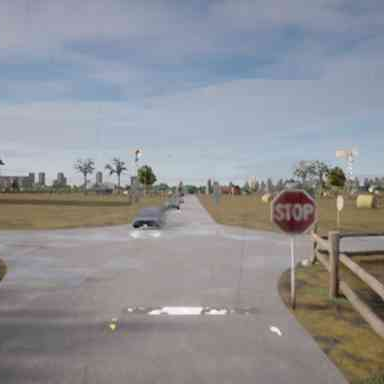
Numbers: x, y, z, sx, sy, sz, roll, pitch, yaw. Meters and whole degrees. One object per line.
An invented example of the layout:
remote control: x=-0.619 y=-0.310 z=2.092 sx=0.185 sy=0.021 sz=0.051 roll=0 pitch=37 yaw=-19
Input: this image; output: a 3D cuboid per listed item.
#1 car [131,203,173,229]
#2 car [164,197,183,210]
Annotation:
car: x=-2.822 y=1.745 z=23.481 sx=2.033 sy=1.411 sz=5.357 roll=0 pitch=0 yaw=2
car: x=-2.730 y=1.587 z=46.533 sx=2.097 sy=1.767 sz=4.553 roll=0 pitch=-1 yaw=0
